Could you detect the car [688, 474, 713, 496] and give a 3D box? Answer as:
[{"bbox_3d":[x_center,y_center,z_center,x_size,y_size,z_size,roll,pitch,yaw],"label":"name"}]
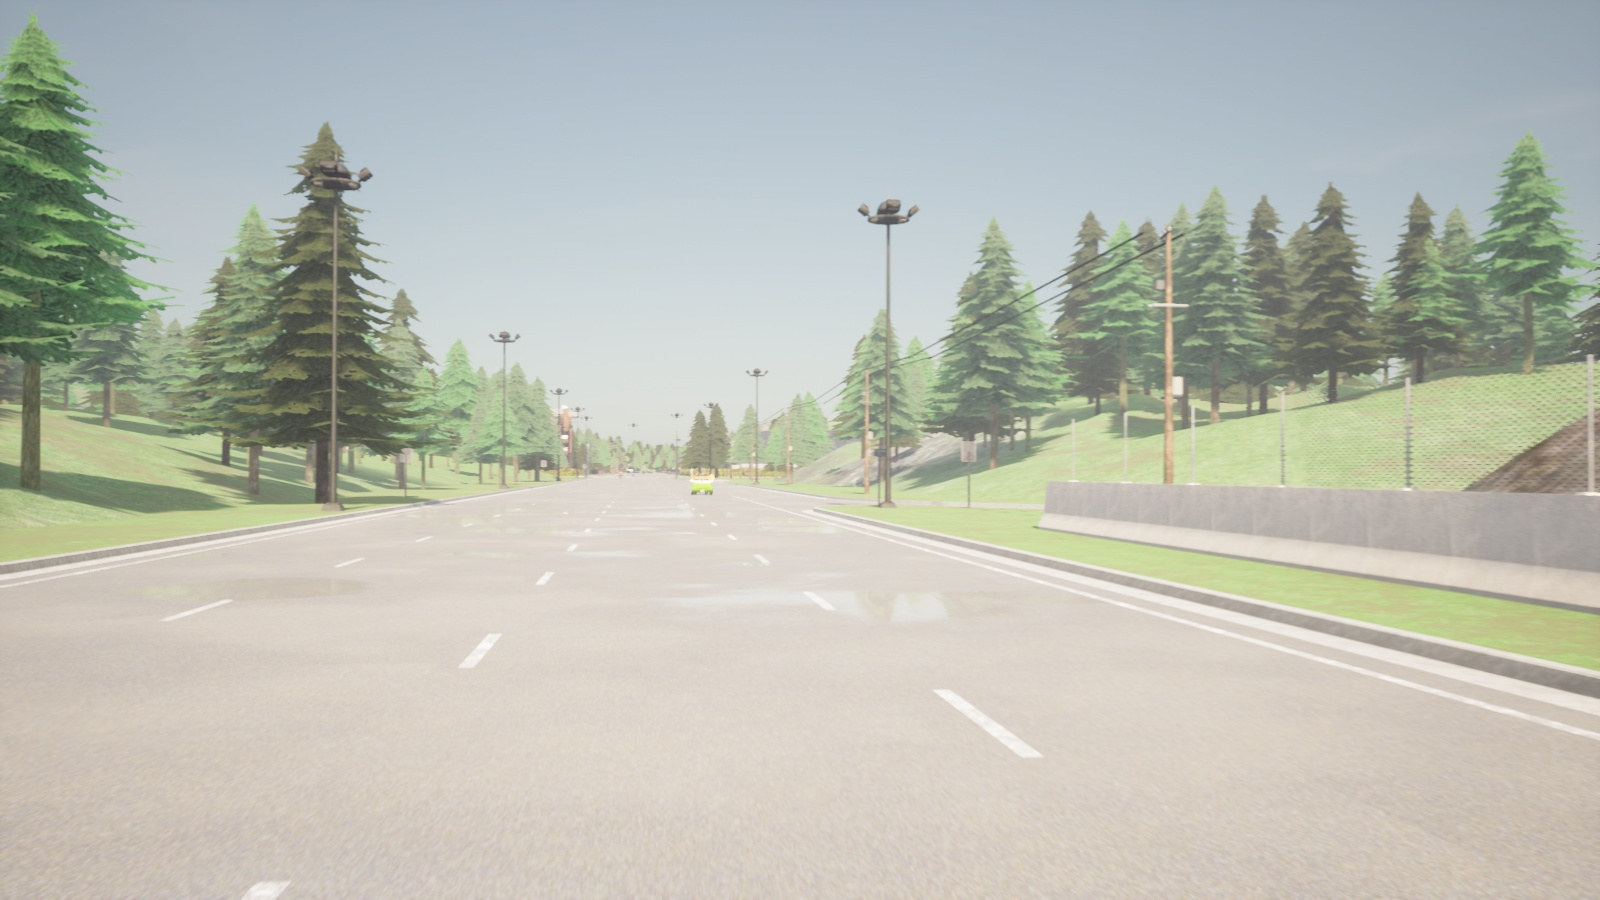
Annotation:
[{"bbox_3d":[-6.425,2.253,80.737,1.481,1.376,2.207,0,-1,-7],"label":"car"}]
